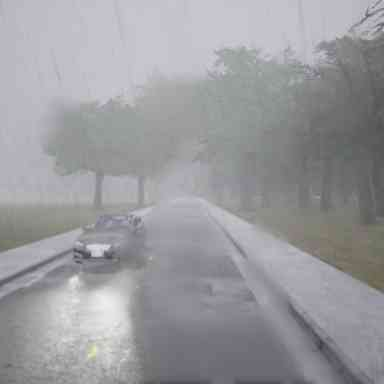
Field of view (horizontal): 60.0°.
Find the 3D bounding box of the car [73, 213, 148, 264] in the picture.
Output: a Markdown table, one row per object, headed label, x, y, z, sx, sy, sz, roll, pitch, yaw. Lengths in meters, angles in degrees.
| label | x | y | z | sx | sy | sz | roll | pitch | yaw |
| --- | --- | --- | --- | --- | --- | --- | --- | --- | --- |
| car | -2.747 | 1.550 | 12.106 | 2.128 | 1.511 | 4.902 | 0 | 0 | 0 |
